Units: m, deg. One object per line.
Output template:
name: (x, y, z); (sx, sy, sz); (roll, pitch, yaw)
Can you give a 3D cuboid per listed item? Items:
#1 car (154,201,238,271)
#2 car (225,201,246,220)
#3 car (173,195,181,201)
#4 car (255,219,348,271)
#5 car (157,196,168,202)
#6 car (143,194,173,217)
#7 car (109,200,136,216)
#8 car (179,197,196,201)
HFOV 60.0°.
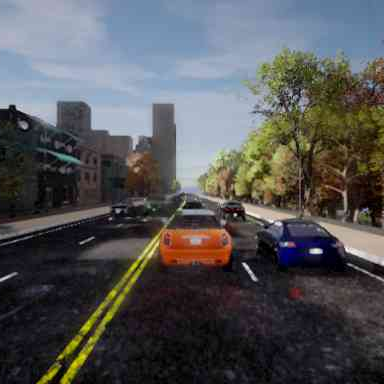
car: (0.102, 1.354, 11.074); (2.097, 1.767, 4.553); (0, 0, 0)
car: (3.355, 1.510, 28.194); (1.837, 1.490, 4.892); (0, 0, 0)
car: (-3.248, 1.411, 72.905); (1.882, 1.535, 5.008); (0, 0, 0)
car: (3.353, 1.566, 10.969); (1.994, 1.385, 4.181); (0, 0, 0)
car: (-6.501, 1.508, 73.258); (1.895, 1.301, 4.718); (0, 0, 0)
car: (-3.341, 1.230, 32.222); (2.150, 2.045, 5.566); (0, 0, 0)
car: (-6.589, 1.497, 32.122); (2.128, 1.511, 4.902); (0, 0, 0)
car: (0.106, 1.483, 29.677); (1.882, 1.535, 5.008); (0, 0, 0)
